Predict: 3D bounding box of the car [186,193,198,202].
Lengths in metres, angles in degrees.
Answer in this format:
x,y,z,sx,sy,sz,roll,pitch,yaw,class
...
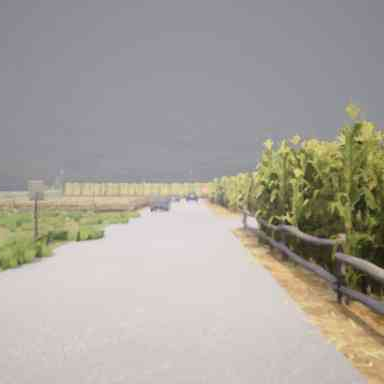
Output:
x,y,z,sx,sy,sz,roll,pitch,yaw,class
0.007,0.881,60.227,2.097,1.767,4.553,0,0,0,car

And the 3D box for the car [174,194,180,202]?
x,y,z,sx,sy,sz,roll,pitch,yaw,class
-3.110,1.034,58.631,2.128,1.511,4.902,0,0,0,car

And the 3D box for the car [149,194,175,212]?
x,y,z,sx,sy,sz,roll,pitch,yaw,class
-3.192,1.277,34.443,2.033,1.411,5.357,0,0,0,car
